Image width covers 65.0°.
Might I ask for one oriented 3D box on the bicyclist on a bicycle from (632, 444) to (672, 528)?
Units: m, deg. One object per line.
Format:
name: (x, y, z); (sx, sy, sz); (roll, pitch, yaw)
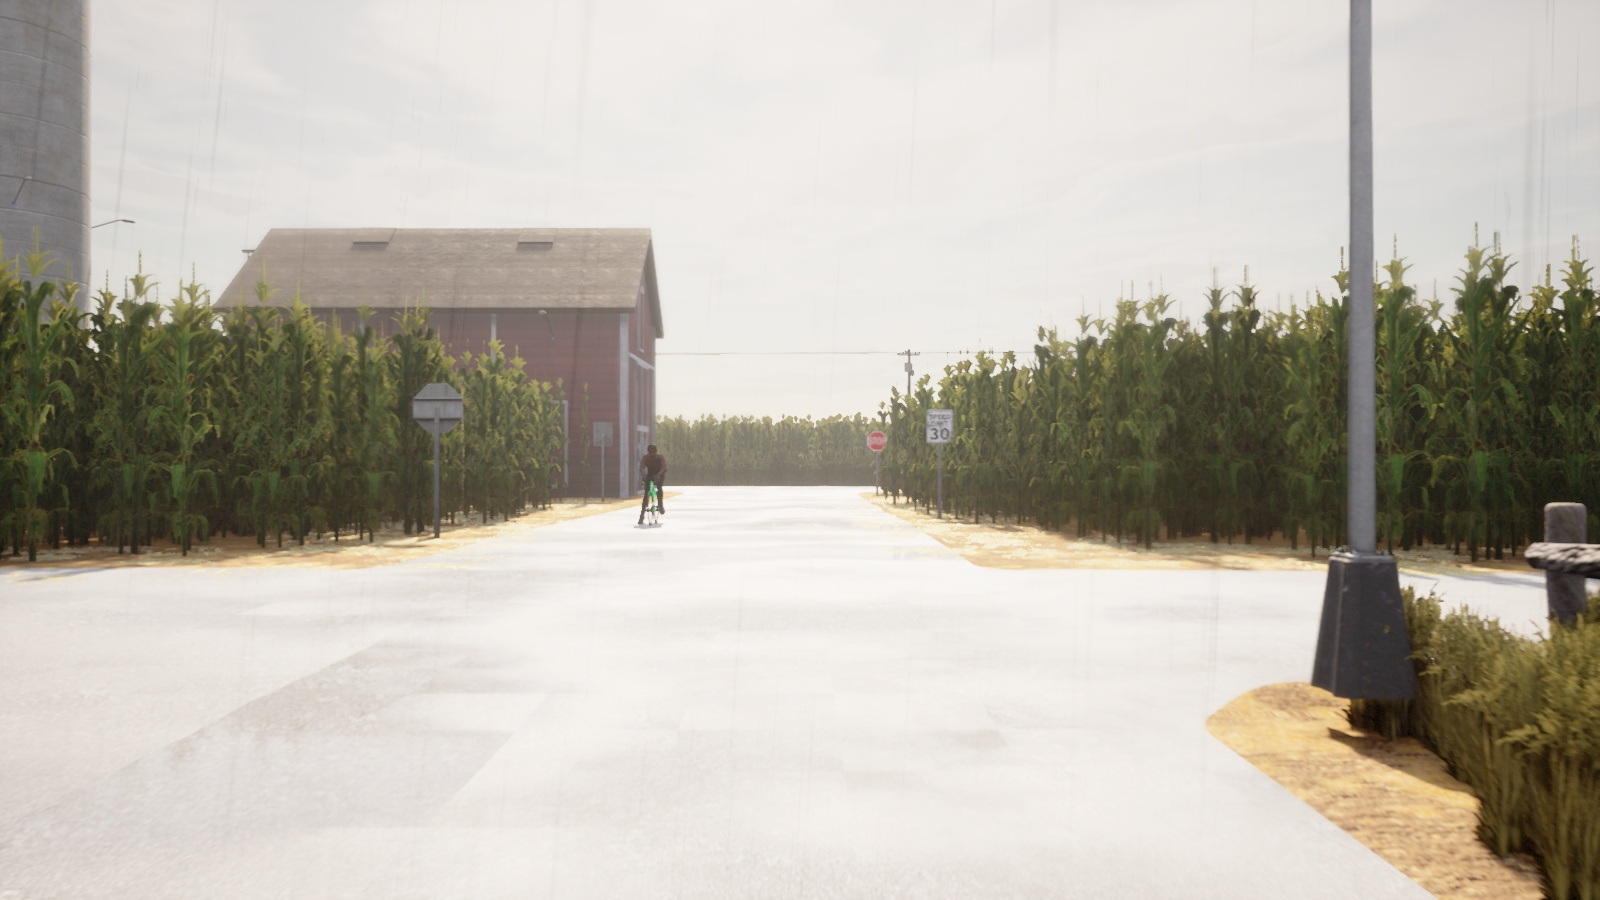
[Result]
bicyclist on a bicycle: (-2.947, 0.707, 25.131); (0.582, 1.620, 1.656); (0, 0, 0)
